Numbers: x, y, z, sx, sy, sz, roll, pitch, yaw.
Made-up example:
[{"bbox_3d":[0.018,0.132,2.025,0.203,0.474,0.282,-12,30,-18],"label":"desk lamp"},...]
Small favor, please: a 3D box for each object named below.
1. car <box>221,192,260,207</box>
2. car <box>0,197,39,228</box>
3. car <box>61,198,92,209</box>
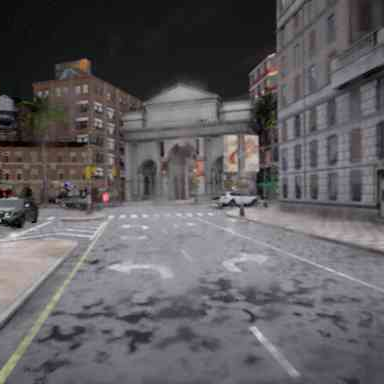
[{"bbox_3d":[6.796,0.959,46.869,5.566,2.045,2.150,-1,0,-14],"label":"car"},{"bbox_3d":[-12.288,1.414,23.009,2.150,2.045,5.566,-1,0,-11],"label":"car"},{"bbox_3d":[-16.092,1.561,46.198,4.892,1.490,1.837,-1,-1,28],"label":"car"}]
